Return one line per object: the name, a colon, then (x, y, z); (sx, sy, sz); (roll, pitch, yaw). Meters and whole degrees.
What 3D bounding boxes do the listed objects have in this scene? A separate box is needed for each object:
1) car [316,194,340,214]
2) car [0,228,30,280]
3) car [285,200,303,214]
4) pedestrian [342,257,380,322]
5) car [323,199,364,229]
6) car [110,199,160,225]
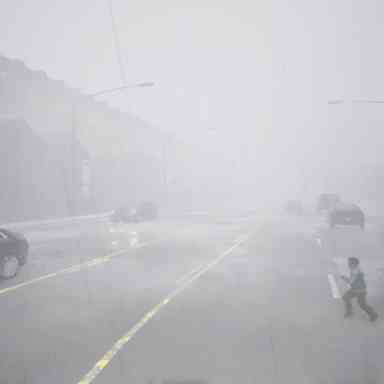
car: (14.512, 1.221, 35.407); (2.150, 2.045, 5.566); (0, 0, 18)
car: (-5.872, 1.505, 7.368); (1.837, 1.490, 4.892); (0, 0, 15)
car: (11.114, 1.547, 36.290); (2.033, 1.411, 5.357); (0, 0, 18)
pedestrian: (2.873, 1.674, 5.758); (0.500, 1.100, 0.500); (0, 0, 17)
car: (10.023, 1.478, 21.975); (1.882, 1.535, 5.008); (0, 0, 18)
car: (-4.107, 1.352, 24.493); (2.097, 1.767, 4.553); (0, 0, 19)
